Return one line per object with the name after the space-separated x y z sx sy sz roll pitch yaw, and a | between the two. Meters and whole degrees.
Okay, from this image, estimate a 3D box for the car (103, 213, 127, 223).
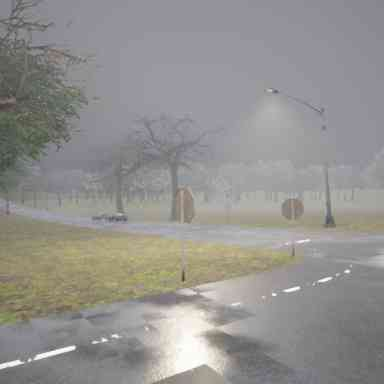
-12.157 4.138 53.857 1.882 1.535 5.008 -1 -2 -34 | car

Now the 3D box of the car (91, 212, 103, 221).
-16.896 4.513 60.767 1.837 1.490 4.892 -1 -1 -34 | car
